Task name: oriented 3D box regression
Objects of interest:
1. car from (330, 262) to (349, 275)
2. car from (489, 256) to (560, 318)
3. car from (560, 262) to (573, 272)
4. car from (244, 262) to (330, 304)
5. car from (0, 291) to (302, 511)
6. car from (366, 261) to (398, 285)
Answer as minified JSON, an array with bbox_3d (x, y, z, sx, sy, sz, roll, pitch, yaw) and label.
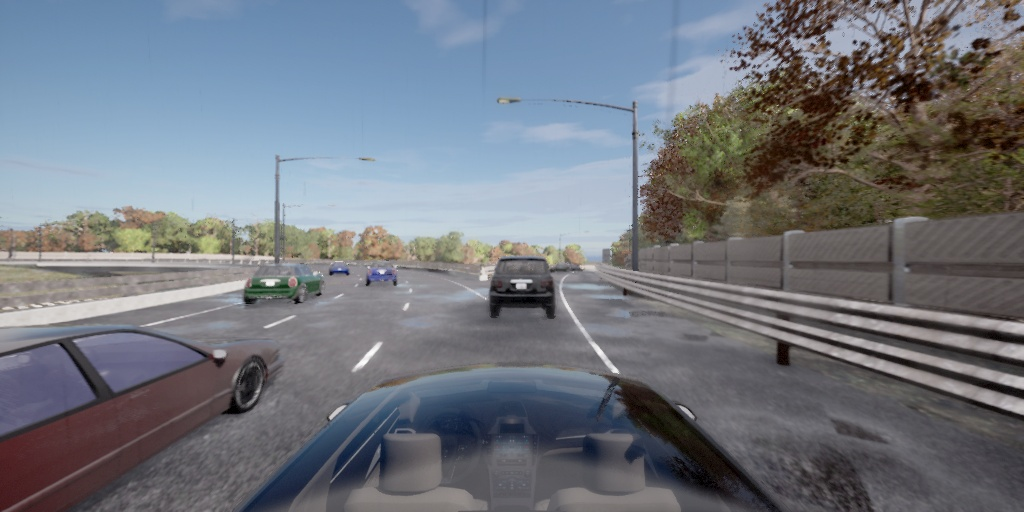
[{"bbox_3d":[-19.833,1.404,41.121,1.994,1.385,4.181,0,0,-28],"label":"car"},{"bbox_3d":[0.465,1.015,13.481,2.150,2.045,5.566,0,0,4],"label":"car"},{"bbox_3d":[7.213,1.573,51.564,1.994,1.385,4.181,0,-1,14],"label":"car"},{"bbox_3d":[-10.180,1.129,16.425,2.097,1.767,4.553,0,0,-14],"label":"car"},{"bbox_3d":[-4.053,1.291,2.868,2.033,1.411,5.357,0,0,-7],"label":"car"},{"bbox_3d":[-9.727,1.168,26.933,2.097,1.767,4.553,0,0,-19],"label":"car"}]
